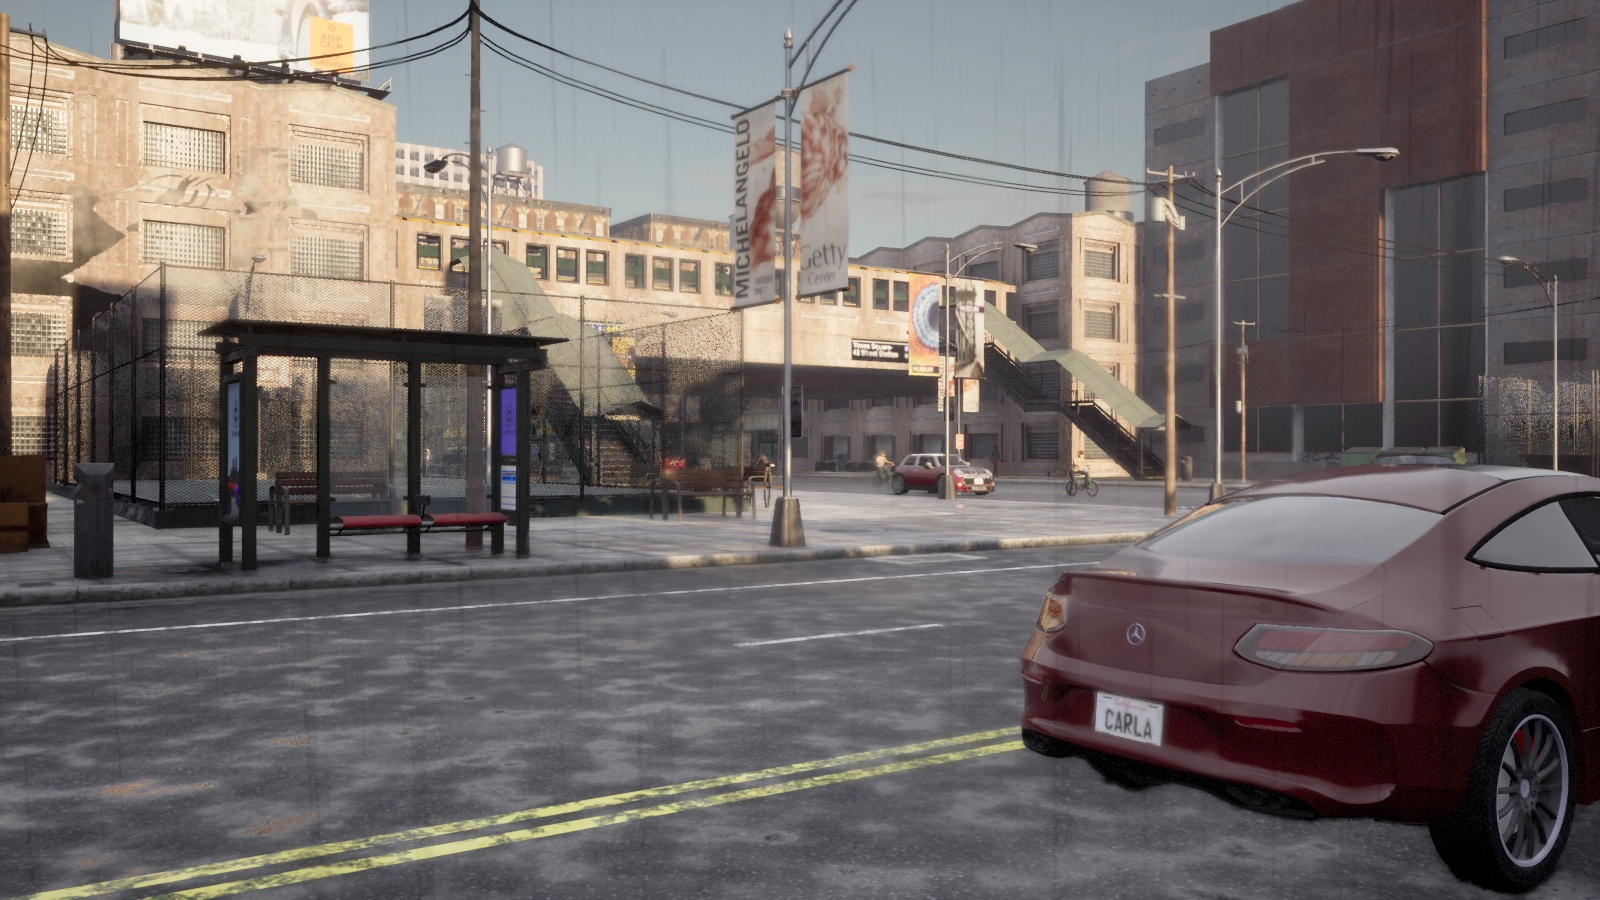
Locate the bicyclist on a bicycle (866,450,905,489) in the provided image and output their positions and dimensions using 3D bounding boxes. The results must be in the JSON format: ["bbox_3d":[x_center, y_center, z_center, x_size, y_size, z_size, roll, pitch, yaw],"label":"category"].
[{"bbox_3d":[3.577,0.803,52.747,0.866,1.612,1.509,0,0,-35],"label":"bicyclist on a bicycle"}]

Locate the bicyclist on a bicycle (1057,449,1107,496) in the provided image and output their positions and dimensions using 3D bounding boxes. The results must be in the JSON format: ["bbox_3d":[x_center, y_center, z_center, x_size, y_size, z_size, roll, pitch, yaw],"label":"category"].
[{"bbox_3d":[9.808,0.767,43.643,0.866,1.612,1.509,0,0,-35],"label":"bicyclist on a bicycle"}]

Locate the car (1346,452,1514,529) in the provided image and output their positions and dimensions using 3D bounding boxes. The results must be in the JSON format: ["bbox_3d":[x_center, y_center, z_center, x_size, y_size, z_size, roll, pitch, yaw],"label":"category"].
[{"bbox_3d":[13.152,0.795,26.468,1.845,1.501,3.633,0,0,2],"label":"car"}]

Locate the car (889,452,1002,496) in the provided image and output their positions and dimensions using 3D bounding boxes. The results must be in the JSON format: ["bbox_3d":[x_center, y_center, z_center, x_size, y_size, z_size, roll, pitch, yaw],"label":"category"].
[{"bbox_3d":[5.091,0.808,44.347,1.970,1.475,3.806,0,0,-34],"label":"car"}]

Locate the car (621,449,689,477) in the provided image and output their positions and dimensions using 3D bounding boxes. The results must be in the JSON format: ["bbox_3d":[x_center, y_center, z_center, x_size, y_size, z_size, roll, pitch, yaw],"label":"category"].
[{"bbox_3d":[-8.977,0.798,77.512,2.242,1.667,4.611,0,0,-34],"label":"car"}]

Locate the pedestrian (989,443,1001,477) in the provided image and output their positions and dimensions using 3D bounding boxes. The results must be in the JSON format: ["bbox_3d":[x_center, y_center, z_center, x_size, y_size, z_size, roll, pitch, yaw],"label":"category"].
[{"bbox_3d":[10.818,0.549,69.680,0.353,1.847,0.614,0,0,-21],"label":"pedestrian"}]

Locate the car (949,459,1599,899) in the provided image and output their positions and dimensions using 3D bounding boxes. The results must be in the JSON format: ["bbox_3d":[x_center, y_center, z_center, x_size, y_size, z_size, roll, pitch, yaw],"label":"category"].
[{"bbox_3d":[3.046,0.778,5.767,4.674,1.442,1.812,0,0,-35],"label":"car"}]
